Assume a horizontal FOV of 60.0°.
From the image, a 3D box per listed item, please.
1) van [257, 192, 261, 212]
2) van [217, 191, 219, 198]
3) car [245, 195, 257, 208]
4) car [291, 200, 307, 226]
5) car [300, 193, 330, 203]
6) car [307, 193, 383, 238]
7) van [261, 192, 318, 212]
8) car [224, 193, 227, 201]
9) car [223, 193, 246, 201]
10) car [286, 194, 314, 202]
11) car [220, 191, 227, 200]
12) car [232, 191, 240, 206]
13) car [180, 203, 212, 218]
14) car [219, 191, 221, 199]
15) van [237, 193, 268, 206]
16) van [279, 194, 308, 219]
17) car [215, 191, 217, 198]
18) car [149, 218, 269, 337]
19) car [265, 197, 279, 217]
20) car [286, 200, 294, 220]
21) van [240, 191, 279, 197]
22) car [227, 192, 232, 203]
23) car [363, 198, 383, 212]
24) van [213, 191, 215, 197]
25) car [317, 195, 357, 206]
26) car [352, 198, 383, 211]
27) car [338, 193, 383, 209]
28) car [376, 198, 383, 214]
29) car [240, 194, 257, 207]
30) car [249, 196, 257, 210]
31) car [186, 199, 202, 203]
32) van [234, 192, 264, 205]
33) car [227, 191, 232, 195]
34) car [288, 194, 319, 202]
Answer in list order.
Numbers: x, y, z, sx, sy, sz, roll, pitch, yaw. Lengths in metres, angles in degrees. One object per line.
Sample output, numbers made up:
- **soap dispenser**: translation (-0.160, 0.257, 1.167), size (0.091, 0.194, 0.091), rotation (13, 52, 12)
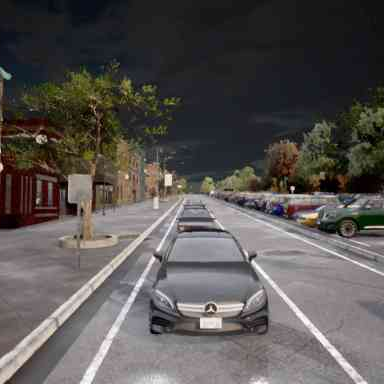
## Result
- **van**: translation (9.276, 1.219, 33.885), size (4.442, 1.987, 1.878), rotation (0, 0, 0)
- **van**: translation (8.723, 0.855, 78.739), size (4.442, 1.987, 1.878), rotation (0, 1, 0)
- **car**: translation (9.117, 1.461, 39.496), size (4.674, 1.452, 2.002), rotation (0, 0, 0)
- **car**: translation (9.074, 1.464, 19.866), size (5.366, 1.575, 1.946), rotation (0, 0, 0)
- **car**: translation (22.087, 1.129, 59.667), size (4.553, 1.767, 2.185), rotation (0, 1, 0)
- **car**: translation (9.251, 1.219, 17.063), size (5.566, 2.045, 2.435), rotation (0, 0, 0)
- **van**: translation (9.063, 1.227, 31.082), size (4.442, 1.987, 1.878), rotation (0, 0, 0)
- **car**: translation (8.957, 1.273, 61.924), size (4.674, 1.452, 2.002), rotation (0, 1, 0)
- **car**: translation (8.869, 1.031, 70.332), size (4.553, 1.767, 2.185), rotation (0, 1, 0)
- **car**: translation (22.002, 1.181, 67.995), size (4.892, 1.521, 2.231), rotation (0, 1, 0)
- **car**: translation (8.911, 0.956, 64.724), size (5.566, 2.045, 2.435), rotation (0, 1, 0)
- **car**: translation (9.032, 1.108, 47.905), size (5.566, 2.045, 2.435), rotation (0, 1, 0)
- **car**: translation (0.193, 1.530, 17.436), size (2.033, 1.411, 5.357), rotation (0, 0, 0)
- **car**: translation (8.891, 0.931, 67.527), size (5.566, 2.045, 2.435), rotation (0, 1, 0)
- **van**: translation (9.156, 1.108, 50.710), size (4.442, 1.987, 1.878), rotation (0, 1, 0)
- **van**: translation (9.336, 1.234, 25.474), size (4.442, 1.987, 1.878), rotation (0, 0, 0)
- **car**: translation (8.815, 1.056, 81.545), size (5.008, 1.535, 2.097), rotation (0, 1, 0)
- **car**: translation (0.252, 1.523, 6.857), size (1.812, 1.442, 4.674), rotation (0, 0, 0)
- **car**: translation (9.194, 1.457, 28.276), size (5.008, 1.535, 2.097), rotation (0, 0, 0)
- **car**: translation (9.242, 1.504, 22.670), size (4.674, 1.452, 2.002), rotation (0, 0, 0)
- **van**: translation (9.196, 1.158, 45.106), size (4.442, 1.987, 1.878), rotation (0, 0, 0)
- **car**: translation (8.993, 1.284, 56.318), size (4.892, 1.521, 2.231), rotation (0, 1, 0)
- **car**: translation (22.185, 1.464, 37.454), size (4.792, 1.488, 2.163), rotation (0, 0, 0)
- **van**: translation (8.643, 0.754, 89.952), size (4.442, 1.987, 1.878), rotation (0, 1, 0)
- **car**: translation (22.301, 1.327, 51.341), size (5.366, 1.575, 1.946), rotation (0, 1, 0)
- **car**: translation (22.223, 1.447, 40.238), size (4.792, 1.488, 2.163), rotation (0, 0, 0)
- **car**: translation (22.146, 1.148, 43.010), size (5.566, 2.045, 2.435), rotation (0, 0, 0)
- **car**: translation (22.418, 1.440, 34.684), size (5.366, 1.575, 1.946), rotation (0, 0, 0)
- **car**: translation (9.106, 1.404, 42.299), size (4.892, 1.521, 2.231), rotation (0, 0, 0)
- **car**: translation (9.169, 1.466, 36.688), size (4.792, 1.488, 2.163), rotation (0, 0, 0)
- **car**: translation (0.219, 1.439, 29.891), size (2.128, 1.511, 4.902), rotation (0, 0, 0)
- **van**: translation (9.136, 1.083, 53.513), size (4.442, 1.987, 1.878), rotation (0, 1, 0)
- **car**: translation (9.011, 1.132, 59.119), size (4.553, 1.767, 2.185), rotation (0, 1, 0)
- **car**: translation (21.831, 1.202, 65.217), size (5.366, 1.575, 1.946), rotation (0, 1, 0)
